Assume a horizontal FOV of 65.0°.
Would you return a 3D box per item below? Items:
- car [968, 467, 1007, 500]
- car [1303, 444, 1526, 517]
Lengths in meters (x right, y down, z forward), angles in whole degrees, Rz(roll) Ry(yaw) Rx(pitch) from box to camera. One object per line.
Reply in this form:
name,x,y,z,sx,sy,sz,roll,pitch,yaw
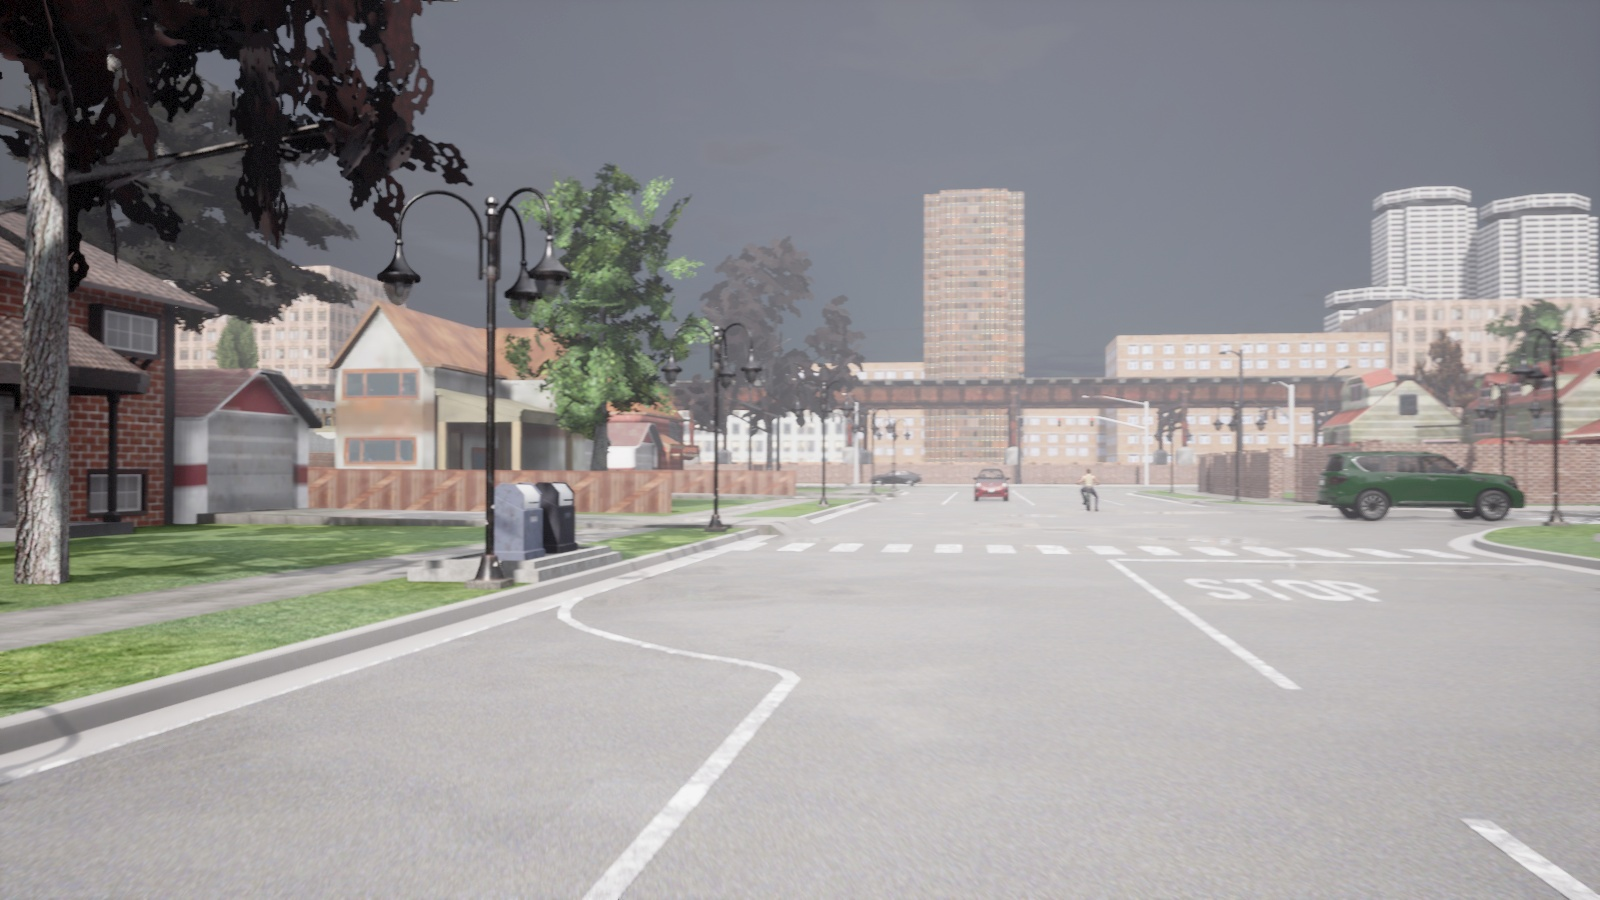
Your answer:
car,9.475,1.653,63.535,1.851,1.617,3.988,0,-1,8
car,18.218,0.916,37.488,5.566,2.045,2.150,-1,-1,8
